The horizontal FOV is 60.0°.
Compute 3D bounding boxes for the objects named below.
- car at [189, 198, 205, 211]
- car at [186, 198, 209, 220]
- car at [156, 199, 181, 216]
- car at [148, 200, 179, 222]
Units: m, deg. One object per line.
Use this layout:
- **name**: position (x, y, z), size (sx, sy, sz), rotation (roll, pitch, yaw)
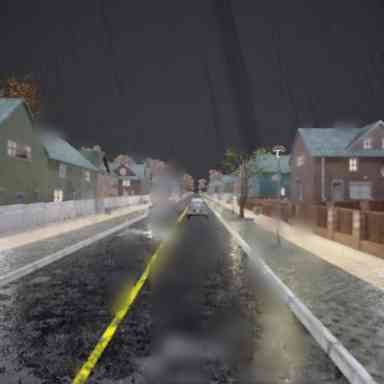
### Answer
- **car**: position (0.669, 1.497, 41.101), size (1.812, 1.442, 4.674), rotation (0, 0, 2)
- **car**: position (0.485, 1.531, 28.386), size (2.033, 1.411, 5.357), rotation (0, 0, 1)
- **car**: position (-2.247, 1.514, 32.968), size (2.033, 1.411, 5.357), rotation (0, 0, 1)
- **car**: position (-2.350, 1.467, 26.579), size (2.128, 1.511, 4.902), rotation (0, 0, 1)
